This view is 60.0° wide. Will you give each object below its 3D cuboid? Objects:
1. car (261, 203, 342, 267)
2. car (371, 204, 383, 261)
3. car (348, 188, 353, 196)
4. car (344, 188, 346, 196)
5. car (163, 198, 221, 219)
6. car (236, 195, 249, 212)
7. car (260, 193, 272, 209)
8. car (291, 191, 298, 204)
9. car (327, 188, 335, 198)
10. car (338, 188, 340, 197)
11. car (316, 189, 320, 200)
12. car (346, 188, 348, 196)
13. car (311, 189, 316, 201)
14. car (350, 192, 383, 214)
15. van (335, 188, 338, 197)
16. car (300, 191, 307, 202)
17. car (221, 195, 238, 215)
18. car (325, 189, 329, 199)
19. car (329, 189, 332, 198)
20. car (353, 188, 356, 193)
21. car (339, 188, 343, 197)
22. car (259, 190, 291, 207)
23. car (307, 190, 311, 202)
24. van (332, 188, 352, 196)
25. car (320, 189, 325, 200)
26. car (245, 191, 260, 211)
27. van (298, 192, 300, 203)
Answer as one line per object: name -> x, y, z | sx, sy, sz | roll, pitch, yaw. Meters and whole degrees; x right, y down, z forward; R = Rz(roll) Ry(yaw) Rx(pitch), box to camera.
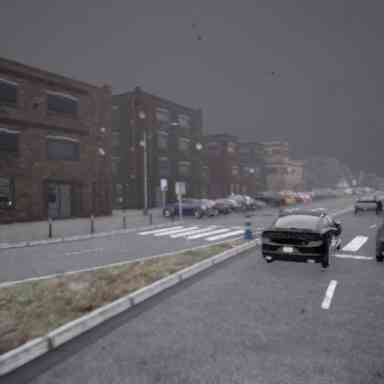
car -> 3.847, 1.378, 11.243 | 1.882, 1.535, 5.008 | -1, 1, 30
car -> 7.174, 1.343, 11.042 | 1.837, 1.490, 4.892 | -1, 0, 31
car -> 35.377, 0.285, 80.528 | 5.008, 1.535, 2.097 | -1, 0, 34
car -> 30.726, 0.406, 73.688 | 4.892, 1.521, 2.231 | -1, 0, 34
car -> -0.325, 1.261, 28.116 | 4.553, 1.767, 2.185 | -1, 0, 34
car -> 2.764, 1.337, 32.691 | 4.674, 1.452, 2.002 | -1, 0, 34
car -> 5.865, 1.200, 37.256 | 4.892, 1.521, 2.231 | -1, 0, 34
car -> 10.683, 1.030, 43.980 | 5.366, 1.575, 1.946 | -1, 1, 34
car -> 24.513, 0.581, 64.578 | 4.892, 1.521, 2.231 | -1, 0, 34
car -> 27.617, 0.531, 69.135 | 4.674, 1.452, 2.002 | -1, 0, 34
car -> 18.319, 0.646, 55.454 | 4.553, 1.767, 2.185 | -1, 1, 34
car -> 32.251, 0.394, 75.986 | 4.792, 1.488, 2.163 | -1, 0, 34
car -> 16.714, 0.698, 53.211 | 4.553, 1.767, 2.185 | -1, 1, 34
car -> 15.337, 1.079, 28.838 | 2.128, 1.511, 4.902 | -1, 1, 34
van -> 26.223, 0.306, 66.894 | 4.442, 1.987, 1.878 | -1, 0, 34
car -> 13.632, 0.928, 48.643 | 5.008, 1.535, 2.097 | -1, 1, 34
car -> 1.204, 1.344, 30.419 | 5.008, 1.535, 2.097 | -1, 0, 34
car -> 21.407, 0.675, 60.024 | 4.892, 1.521, 2.231 | -1, 0, 34
car -> 22.960, 0.628, 62.301 | 4.892, 1.521, 2.231 | -1, 0, 34
car -> 36.906, -0.003, 82.816 | 5.566, 2.045, 2.435 | -1, 0, 34
car -> 29.015, 0.447, 71.519 | 5.366, 1.575, 1.946 | -1, 0, 34
car -> 8.947, 0.839, 41.820 | 5.566, 2.045, 2.435 | -1, 1, 34
car -> 15.161, 0.750, 50.934 | 4.553, 1.767, 2.185 | -1, 1, 34
van -> 38.388, -0.012, 85.145 | 4.442, 1.987, 1.878 | -1, 0, 34
car -> 19.854, 0.724, 57.746 | 4.892, 1.521, 2.231 | -1, 0, 34
car -> 4.338, 1.123, 34.952 | 4.553, 1.767, 2.185 | -1, 0, 34
van -> 12.174, 0.754, 46.294 | 4.442, 1.987, 1.878 | -1, 1, 34
